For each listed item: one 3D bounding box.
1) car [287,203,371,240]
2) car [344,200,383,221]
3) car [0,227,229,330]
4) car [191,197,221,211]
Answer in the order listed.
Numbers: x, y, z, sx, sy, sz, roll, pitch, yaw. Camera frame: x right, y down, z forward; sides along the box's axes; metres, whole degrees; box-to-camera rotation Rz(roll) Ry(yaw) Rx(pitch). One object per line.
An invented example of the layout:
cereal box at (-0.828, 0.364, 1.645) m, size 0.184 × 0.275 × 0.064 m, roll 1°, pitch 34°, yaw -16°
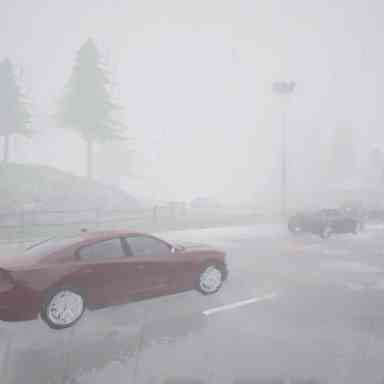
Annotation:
car at (7.033, 1.537, 17.367) m, size 4.892 × 1.490 × 1.837 m, roll 0°, pitch 0°, yaw -36°
car at (13.563, 1.404, 26.333) m, size 4.553 × 1.767 × 2.097 m, roll 0°, pitch 0°, yaw -36°
car at (-1.440, 1.487, 7.015) m, size 5.008 × 1.535 × 1.882 m, roll 0°, pitch 0°, yaw -35°
car at (1.762, 1.417, 42.254) m, size 2.097 × 1.767 × 4.553 m, roll 0°, pitch 0°, yaw -31°
